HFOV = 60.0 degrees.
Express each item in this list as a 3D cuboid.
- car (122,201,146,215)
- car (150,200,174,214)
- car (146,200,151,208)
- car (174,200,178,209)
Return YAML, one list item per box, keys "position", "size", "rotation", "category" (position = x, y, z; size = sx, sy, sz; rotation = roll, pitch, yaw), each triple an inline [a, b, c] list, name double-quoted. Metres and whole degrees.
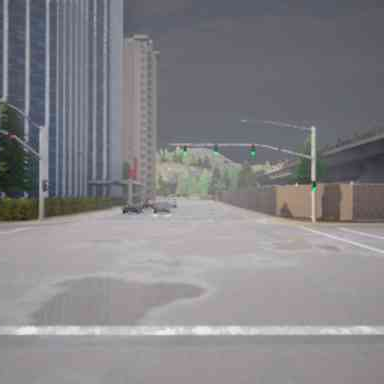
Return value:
- position: [-7.127, 2.016, 40.160]
  size: [1.895, 1.301, 4.718]
  rotation: [0, -1, 0]
  category: "car"
- position: [-3.625, 1.929, 41.065]
  size: [1.837, 1.490, 4.892]
  rotation: [0, 0, 0]
  category: "car"
- position: [-7.099, 2.062, 56.627]
  size: [1.882, 1.535, 5.008]
  rotation: [0, -1, 0]
  category: "car"
- position: [-3.593, 2.124, 57.880]
  size: [1.812, 1.442, 4.674]
  rotation: [0, 0, 1]
  category: "car"
